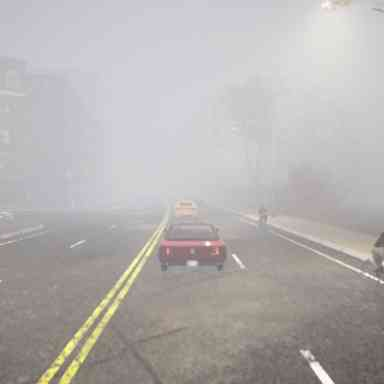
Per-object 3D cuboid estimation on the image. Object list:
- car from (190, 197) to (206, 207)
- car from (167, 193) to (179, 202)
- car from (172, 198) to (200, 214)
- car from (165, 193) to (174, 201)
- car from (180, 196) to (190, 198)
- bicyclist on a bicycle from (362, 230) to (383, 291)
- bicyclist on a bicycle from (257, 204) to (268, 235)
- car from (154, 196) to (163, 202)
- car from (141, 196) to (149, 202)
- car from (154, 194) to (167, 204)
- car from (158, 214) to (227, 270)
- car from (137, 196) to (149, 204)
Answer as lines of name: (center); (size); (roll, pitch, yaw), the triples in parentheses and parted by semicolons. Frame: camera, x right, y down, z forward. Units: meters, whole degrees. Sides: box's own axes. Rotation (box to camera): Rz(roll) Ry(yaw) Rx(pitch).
car: (1.098, 1.693, 54.678); (1.994, 1.385, 4.181); (0, 0, -5)
car: (-4.893, 1.535, 81.266); (2.097, 1.767, 4.553); (0, 0, -7)
car: (-0.587, 1.553, 29.410); (1.882, 1.535, 5.008); (0, 0, -2)
car: (-6.163, 1.326, 91.291); (2.150, 2.045, 5.566); (0, 0, -8)
car: (-0.822, 1.706, 74.245); (2.033, 1.411, 5.357); (0, 0, -6)
bicyclist on a bicycle: (4.080, 1.389, 7.058); (0.659, 1.776, 1.843); (0, 0, -1)
bicyclist on a bicycle: (3.865, 1.498, 18.137); (0.582, 1.620, 1.656); (0, 0, -1)
car: (-8.295, 1.673, 82.349); (2.128, 1.511, 4.902); (0, 0, -7)
car: (-11.515, 1.749, 81.901); (1.895, 1.301, 4.718); (0, 0, -7)
car: (-6.546, 1.513, 66.341); (2.097, 1.767, 4.553); (0, 0, -5)
car: (-0.021, 1.631, 11.147); (1.895, 1.301, 4.718); (0, 0, -1)
car: (-9.758, 1.706, 65.878); (2.033, 1.411, 5.357); (0, 0, -5)
